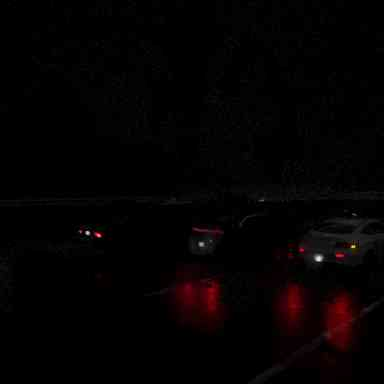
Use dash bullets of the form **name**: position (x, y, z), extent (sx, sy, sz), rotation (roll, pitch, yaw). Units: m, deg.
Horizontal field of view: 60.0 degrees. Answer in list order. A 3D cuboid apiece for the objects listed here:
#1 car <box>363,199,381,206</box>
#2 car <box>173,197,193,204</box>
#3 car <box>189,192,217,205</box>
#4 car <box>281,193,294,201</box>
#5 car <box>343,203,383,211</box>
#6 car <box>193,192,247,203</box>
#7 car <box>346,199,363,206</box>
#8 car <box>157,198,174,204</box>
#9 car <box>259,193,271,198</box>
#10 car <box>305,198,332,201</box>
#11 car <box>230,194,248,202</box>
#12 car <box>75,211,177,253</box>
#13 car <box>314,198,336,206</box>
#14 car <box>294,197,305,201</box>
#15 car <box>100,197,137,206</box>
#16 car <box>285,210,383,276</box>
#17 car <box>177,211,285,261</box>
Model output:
- **car**: position (37.638, 2.255, 69.585), extent (4.181, 1.385, 1.994), rotation (2, -1, -43)
- **car**: position (0.542, 1.468, 34.991), extent (4.181, 1.385, 1.994), rotation (1, 0, -43)
- **car**: position (1.864, 1.051, 55.292), extent (2.150, 2.045, 5.566), rotation (1, 1, 31)
- **car**: position (16.545, 1.520, 54.657), extent (4.553, 1.767, 2.097), rotation (1, 0, -43)
- **car**: position (15.089, 1.643, 29.164), extent (4.718, 1.301, 1.895), rotation (1, 0, -43)
- **car**: position (3.102, 1.148, 32.593), extent (5.566, 2.045, 2.150), rotation (1, 0, -43)
- **car**: position (35.327, 2.208, 72.216), extent (4.674, 1.442, 1.812), rotation (2, -1, -43)
- **car**: position (-1.963, 1.407, 37.441), extent (4.674, 1.442, 1.812), rotation (1, 0, -43)
- **car**: position (17.959, 0.983, 81.443), extent (2.128, 1.511, 4.902), rotation (1, 2, 33)
- **car**: position (18.161, 1.671, 46.650), extent (4.674, 1.442, 1.812), rotation (1, 0, -43)
- **car**: position (9.709, 1.249, 68.390), extent (1.994, 1.385, 4.181), rotation (1, 1, 31)
- **car**: position (-1.811, 1.481, 13.351), extent (5.357, 1.411, 2.033), rotation (0, 0, -43)
- **car**: position (25.128, 1.850, 62.667), extent (5.008, 1.535, 1.882), rotation (1, -1, -43)
- **car**: position (18.412, 1.656, 51.629), extent (5.008, 1.535, 1.882), rotation (1, -1, -43)
- **car**: position (-8.669, 1.321, 39.512), extent (2.128, 1.511, 4.902), rotation (0, 0, 37)
- **car**: position (5.010, 1.503, 10.280), extent (4.674, 1.442, 1.812), rotation (0, 0, -43)
- **car**: position (2.080, 1.448, 12.194), extent (4.902, 1.511, 2.128), rotation (0, 0, -43)
